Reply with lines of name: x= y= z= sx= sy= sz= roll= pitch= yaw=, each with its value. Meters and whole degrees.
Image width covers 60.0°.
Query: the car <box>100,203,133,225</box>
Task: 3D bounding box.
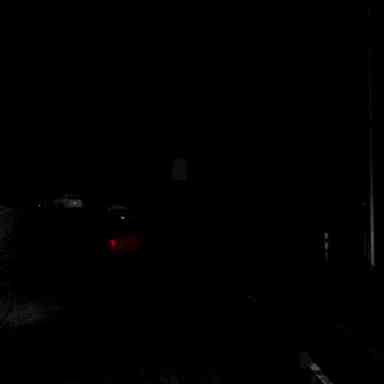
car: x=-5.578 y=1.561 z=24.472 sx=1.812 sy=1.442 sz=4.674 roll=0 pitch=0 yaw=-23

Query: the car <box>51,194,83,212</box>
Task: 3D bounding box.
car: x=-14.875 y=1.261 z=39.487 sx=2.150 sy=2.045 sz=5.566 roll=1 pitch=-1 yaw=-39

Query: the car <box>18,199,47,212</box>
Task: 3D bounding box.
car: x=-18.291 y=1.552 z=38.157 sx=2.033 sy=1.411 sz=5.357 roll=1 pitch=0 yaw=-41
